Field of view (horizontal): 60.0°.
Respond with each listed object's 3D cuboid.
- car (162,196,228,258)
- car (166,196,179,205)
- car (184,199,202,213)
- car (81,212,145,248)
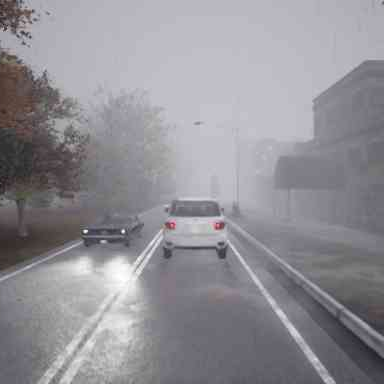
[{"bbox_3d":[0.101,1.203,12.907,2.150,2.045,5.566,0,0,0],"label":"car"},{"bbox_3d":[-3.280,1.414,56.779,1.837,1.490,4.892,0,0,0],"label":"car"},{"bbox_3d":[0.114,1.549,37.511,1.895,1.301,4.718,0,0,0],"label":"car"},{"bbox_3d":[-3.346,1.581,14.844,1.895,1.301,4.718,0,0,0],"label":"car"}]
